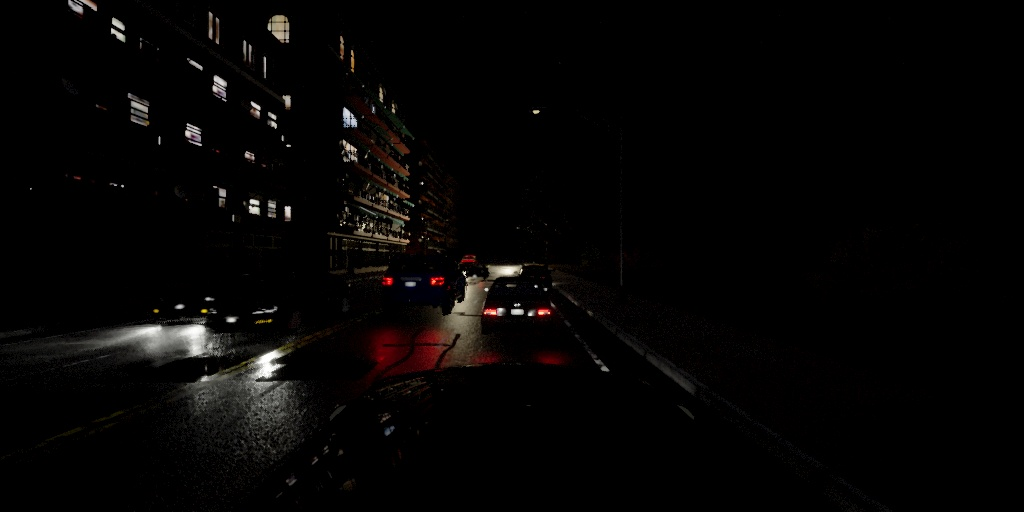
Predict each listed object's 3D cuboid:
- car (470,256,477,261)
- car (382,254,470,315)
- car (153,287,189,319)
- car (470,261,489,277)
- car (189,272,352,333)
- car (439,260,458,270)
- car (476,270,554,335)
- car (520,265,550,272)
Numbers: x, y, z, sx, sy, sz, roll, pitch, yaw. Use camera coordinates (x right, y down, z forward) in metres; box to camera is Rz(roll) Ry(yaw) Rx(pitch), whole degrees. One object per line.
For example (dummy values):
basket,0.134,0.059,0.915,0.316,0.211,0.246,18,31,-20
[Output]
car,-6.471,0.971,54.324,2.150,2.045,5.566,0,0,0
car,-3.125,0.971,13.746,2.150,2.045,5.566,0,0,0
car,-9.826,1.315,12.597,1.994,1.385,4.181,0,0,0
car,-3.082,1.353,32.120,1.895,1.301,4.718,0,0,0
car,-6.581,1.256,10.839,1.837,1.490,4.892,0,0,0
car,-9.719,1.298,55.394,2.033,1.411,5.357,0,0,0
car,0.121,1.299,10.521,2.033,1.411,5.357,0,0,0
car,1.178,1.257,20.209,1.837,1.490,4.892,0,0,0
